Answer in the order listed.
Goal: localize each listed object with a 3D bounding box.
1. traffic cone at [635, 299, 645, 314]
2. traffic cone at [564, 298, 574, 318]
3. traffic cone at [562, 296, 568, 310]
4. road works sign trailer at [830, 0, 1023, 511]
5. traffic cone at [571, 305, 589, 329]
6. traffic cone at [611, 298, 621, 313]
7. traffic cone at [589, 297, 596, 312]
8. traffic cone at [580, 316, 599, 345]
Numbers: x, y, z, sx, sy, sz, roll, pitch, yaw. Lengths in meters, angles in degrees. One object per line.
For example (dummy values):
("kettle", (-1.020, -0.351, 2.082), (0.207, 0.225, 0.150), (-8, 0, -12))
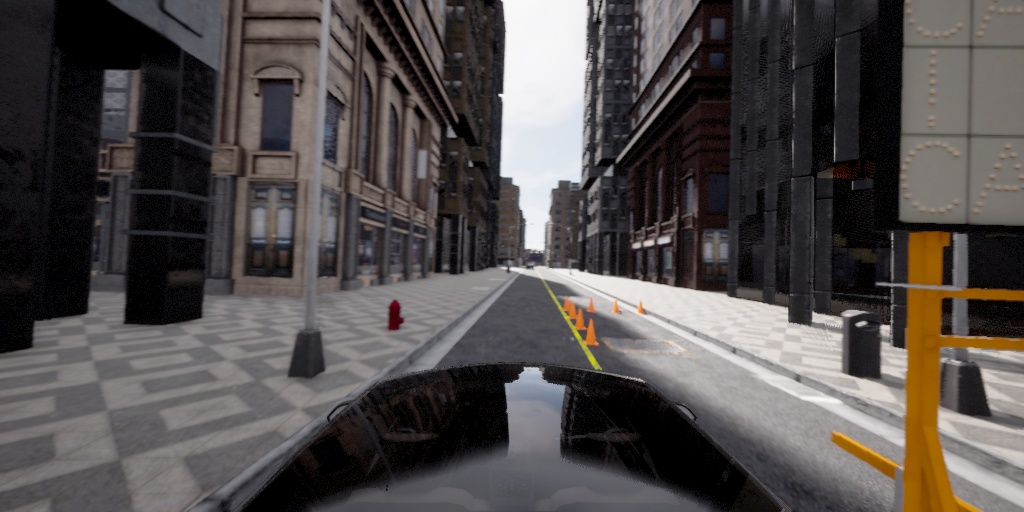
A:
("traffic cone", (5.263, 2.060, 14.712), (0.340, 0.580, 0.340), (0, 0, 3))
("traffic cone", (2.162, 1.923, 12.877), (0.340, 0.580, 0.340), (0, 0, 3))
("traffic cone", (2.270, 1.952, 14.874), (0.340, 0.580, 0.340), (0, 0, 3))
("road works sign trailer", (2.844, 0.320, 1.824), (2.380, 3.560, 2.880), (0, 0, 3))
("traffic cone", (2.055, 1.894, 10.880), (0.340, 0.580, 0.340), (0, 0, 3))
("traffic cone", (4.265, 2.024, 14.766), (0.340, 0.580, 0.340), (0, 0, 3))
("traffic cone", (3.267, 1.988, 14.820), (0.340, 0.580, 0.340), (0, 0, 3))
("traffic cone", (1.948, 1.865, 8.883), (0.340, 0.580, 0.340), (0, 0, 3))
